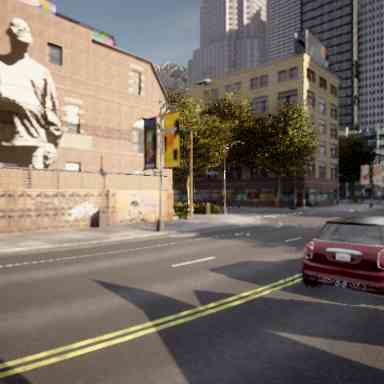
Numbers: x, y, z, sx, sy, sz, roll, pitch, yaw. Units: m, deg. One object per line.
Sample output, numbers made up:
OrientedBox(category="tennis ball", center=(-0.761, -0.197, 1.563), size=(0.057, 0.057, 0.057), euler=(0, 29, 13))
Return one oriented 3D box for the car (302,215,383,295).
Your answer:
OrientedBox(category="car", center=(4.706, 1.402, 8.517), size=(4.553, 1.767, 2.097), euler=(0, -1, -45))
